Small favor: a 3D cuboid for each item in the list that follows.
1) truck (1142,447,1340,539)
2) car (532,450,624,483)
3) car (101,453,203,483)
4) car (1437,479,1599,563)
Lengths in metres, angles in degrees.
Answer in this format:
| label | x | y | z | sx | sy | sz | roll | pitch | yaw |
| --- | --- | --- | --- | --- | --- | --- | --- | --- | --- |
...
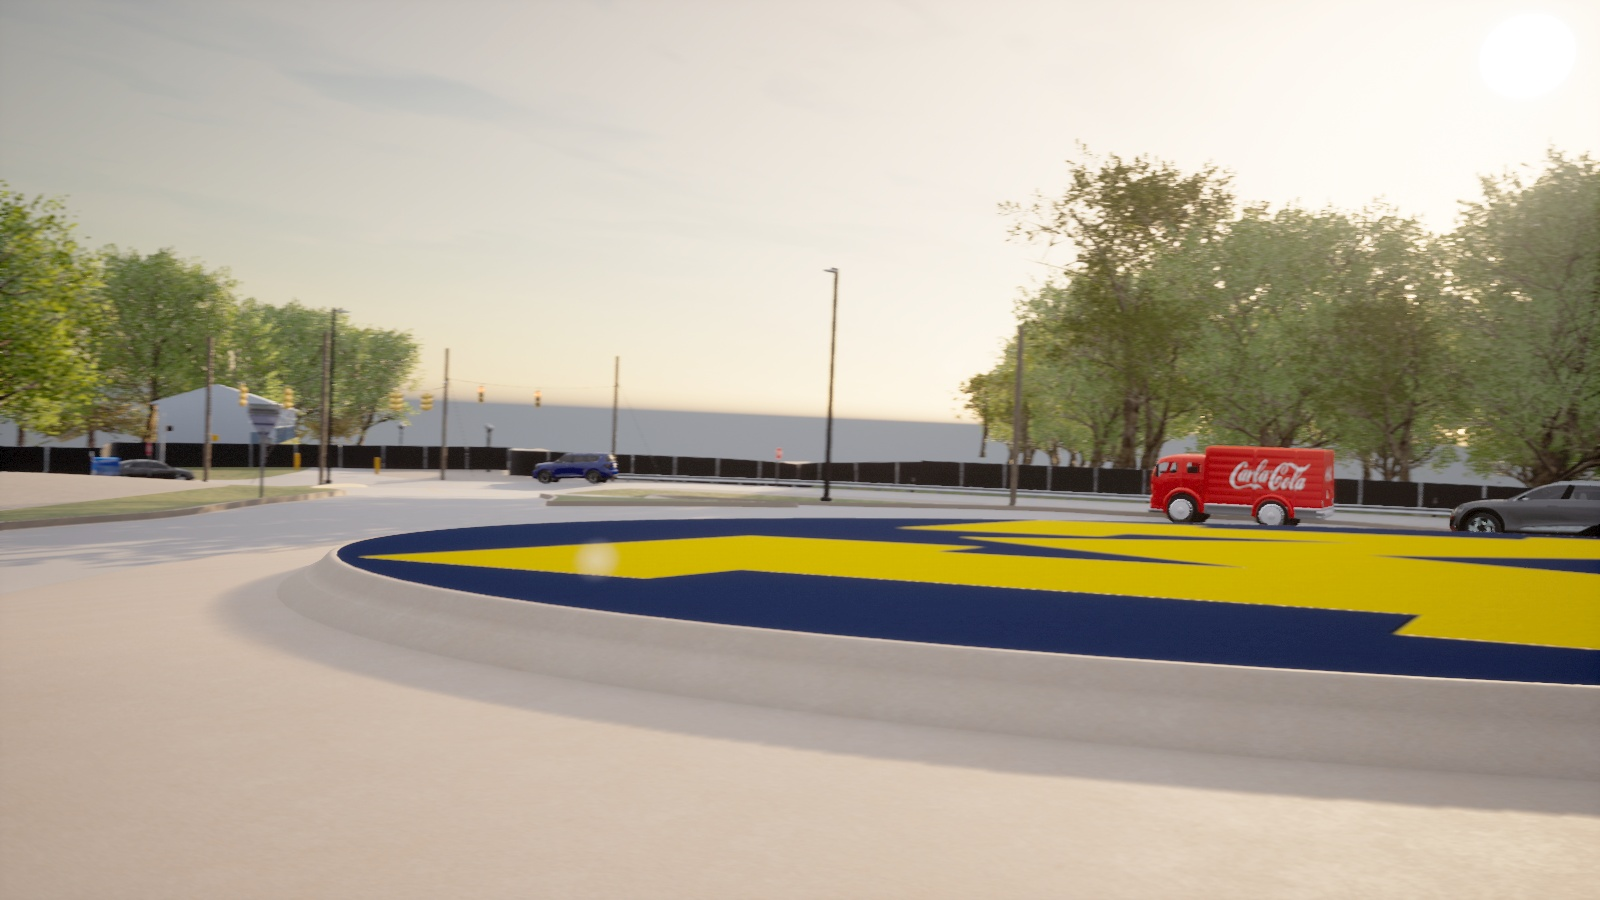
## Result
| label | x | y | z | sx | sy | sz | roll | pitch | yaw |
| --- | --- | --- | --- | --- | --- | --- | --- | --- | --- |
| truck | 13.484 | 1.230 | 38.447 | 5.204 | 2.467 | 2.627 | 2 | 1 | 32 |
| car | -14.643 | 1.083 | 82.888 | 5.566 | 2.045 | 2.150 | 0 | 2 | 8 |
| car | -37.513 | 1.049 | 72.770 | 4.892 | 1.490 | 1.837 | 2 | 2 | -41 |
| car | 17.942 | 1.712 | 29.459 | 2.033 | 1.649 | 4.856 | 11 | -6 | -43 |
